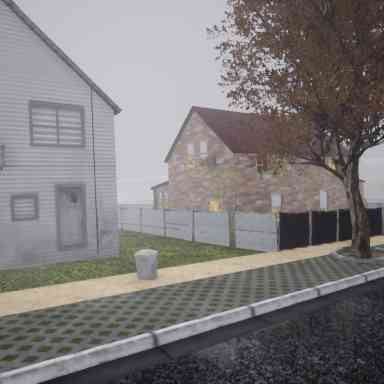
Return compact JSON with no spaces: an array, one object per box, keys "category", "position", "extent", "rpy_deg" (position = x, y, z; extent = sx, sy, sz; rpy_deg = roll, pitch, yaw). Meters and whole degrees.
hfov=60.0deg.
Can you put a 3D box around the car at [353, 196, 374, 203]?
[{"category":"car","position":[38.577,1.611,74.943],"extent":[2.128,1.511,4.902],"rpy_deg":[-2,0,0]}]

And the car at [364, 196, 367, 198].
[{"category":"car","position":[32.008,1.921,65.999],"extent":[1.895,1.301,4.718],"rpy_deg":[-2,0,0]}]

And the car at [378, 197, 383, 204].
[{"category":"car","position":[38.493,1.659,64.929],"extent":[1.994,1.385,4.181],"rpy_deg":[-2,0,0]}]

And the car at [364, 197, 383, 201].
[{"category":"car","position":[28.527,1.880,50.028],"extent":[2.033,1.411,5.357],"rpy_deg":[-2,0,1]}]
